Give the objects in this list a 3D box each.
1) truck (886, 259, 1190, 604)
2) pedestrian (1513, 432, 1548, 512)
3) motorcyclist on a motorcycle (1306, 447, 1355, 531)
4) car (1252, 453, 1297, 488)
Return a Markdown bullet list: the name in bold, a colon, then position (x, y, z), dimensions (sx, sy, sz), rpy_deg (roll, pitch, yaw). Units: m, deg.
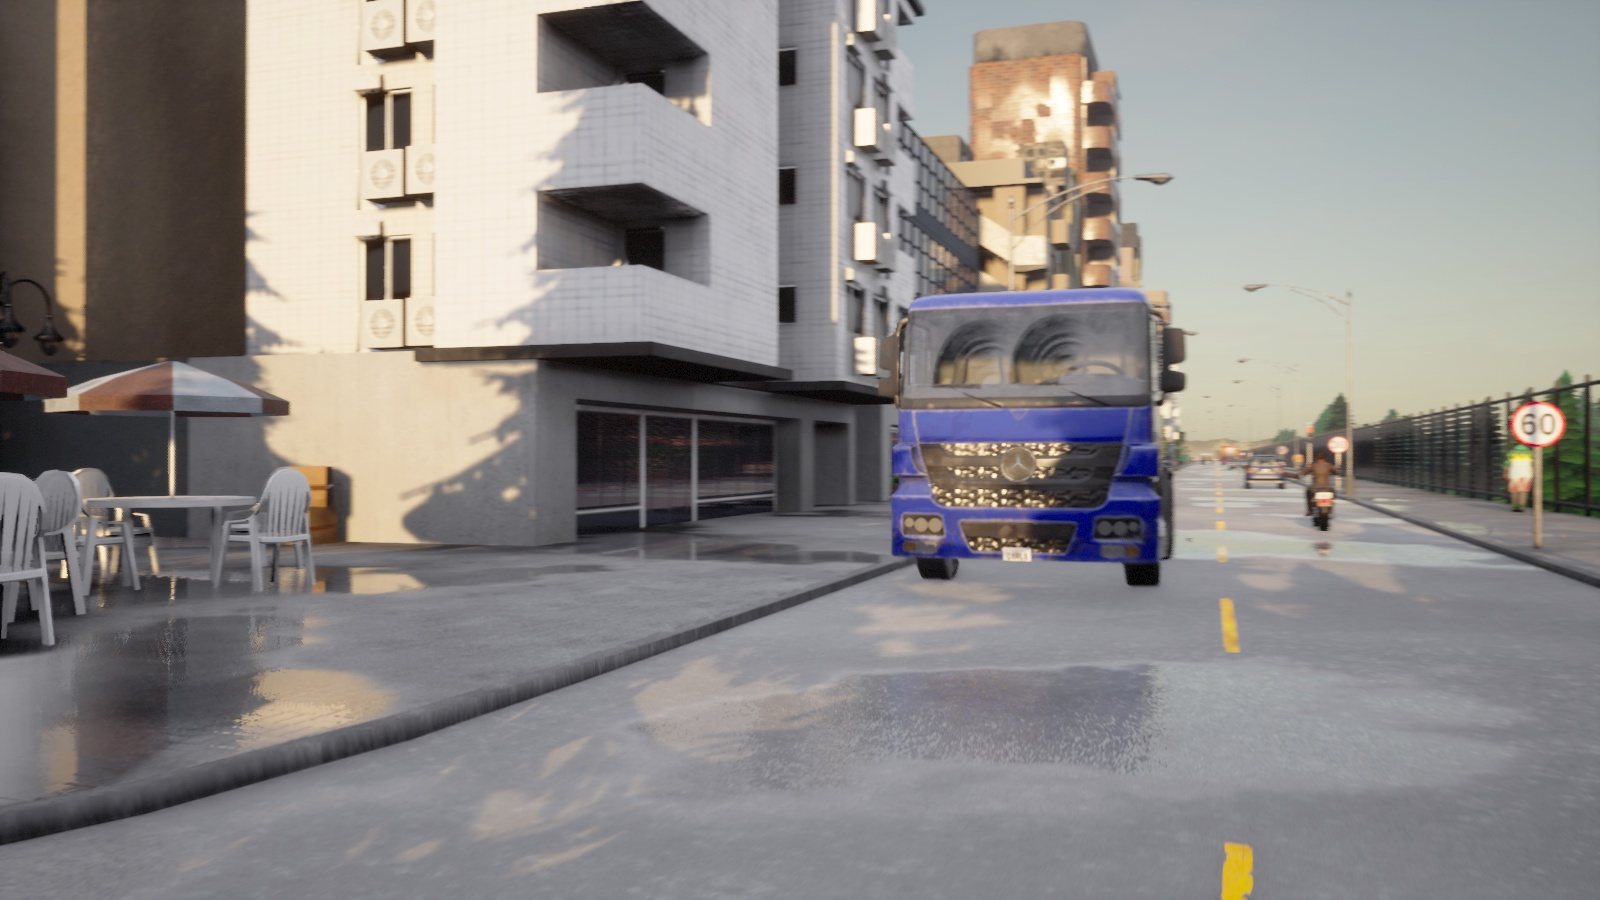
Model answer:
- **truck**: position (3.585, -0.167, 16.836), dimensions (2.891, 3.462, 7.936), rpy_deg (0, 0, 19)
- **pedestrian**: position (18.025, 0.539, 31.000), dimensions (0.659, 1.952, 0.873), rpy_deg (0, 0, 24)
- **motorcyclist on a motorcycle**: position (10.914, 0.782, 25.905), dimensions (0.766, 1.649, 2.350), rpy_deg (0, -1, 19)
- **car**: position (21.657, 0.926, 57.380), dimensions (1.789, 1.549, 3.705), rpy_deg (0, 0, 19)
